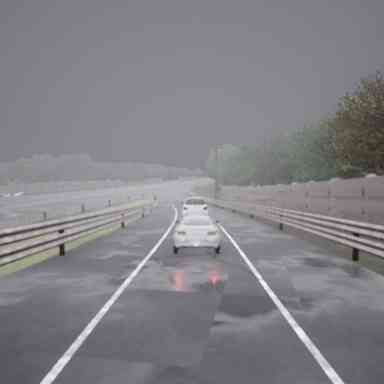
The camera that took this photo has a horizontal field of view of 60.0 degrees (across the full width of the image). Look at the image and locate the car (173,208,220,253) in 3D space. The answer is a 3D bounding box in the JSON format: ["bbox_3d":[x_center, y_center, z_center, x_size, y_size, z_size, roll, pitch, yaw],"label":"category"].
[{"bbox_3d":[0.211,1.657,14.285,1.812,1.442,4.674,0,0,1],"label":"car"}]

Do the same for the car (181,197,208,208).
[{"bbox_3d":[0.214,1.478,29.011,2.150,2.045,5.566,0,0,-1],"label":"car"}]
